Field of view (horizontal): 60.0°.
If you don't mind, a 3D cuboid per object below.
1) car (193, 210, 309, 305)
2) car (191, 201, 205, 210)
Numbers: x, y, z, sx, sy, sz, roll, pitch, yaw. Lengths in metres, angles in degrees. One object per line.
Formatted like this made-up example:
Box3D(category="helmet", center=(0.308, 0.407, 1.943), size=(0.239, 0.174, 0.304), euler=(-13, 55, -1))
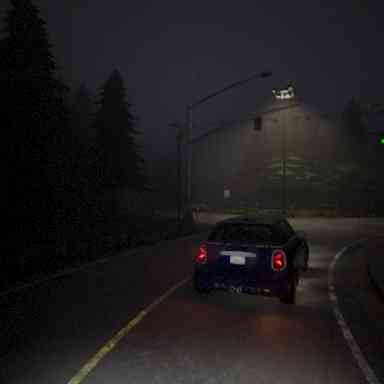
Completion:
Box3D(category="car", center=(1.747, 1.381, 8.555), size=(2.097, 1.767, 4.553), euler=(0, 0, 23))
Box3D(category="car", center=(0.725, 1.769, 43.094), size=(1.895, 1.301, 4.718), euler=(0, 0, 0))
